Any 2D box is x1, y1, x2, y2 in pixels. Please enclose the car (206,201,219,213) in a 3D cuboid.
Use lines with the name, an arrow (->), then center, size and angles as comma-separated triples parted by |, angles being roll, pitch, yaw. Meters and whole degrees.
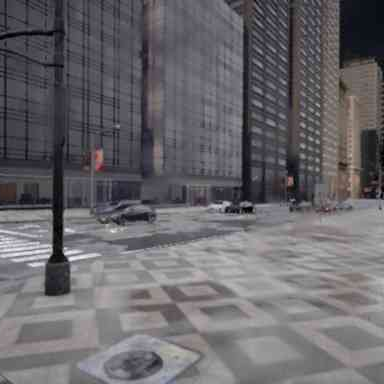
car -> 3.491, 1.772, 40.047 | 1.812, 1.442, 4.674 | 1, -1, 36

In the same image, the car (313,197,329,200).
car -> 20.217, 1.794, 51.874 | 2.150, 2.045, 5.566 | 1, 0, 36

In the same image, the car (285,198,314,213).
car -> 14.289, 1.938, 43.623 | 1.837, 1.490, 4.892 | 1, 0, 36

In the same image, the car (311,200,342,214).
car -> 16.939, 2.065, 41.742 | 1.895, 1.301, 4.718 | 1, 0, 37

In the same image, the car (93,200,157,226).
car -> -4.420, 1.556, 23.605 | 1.812, 1.442, 4.674 | 1, 0, 36

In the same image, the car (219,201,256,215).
car -> 5.448, 1.738, 37.203 | 1.882, 1.535, 5.008 | 1, -1, 36

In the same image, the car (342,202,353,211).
car -> 22.825, 2.149, 49.941 | 2.033, 1.411, 5.357 | 1, 0, 36

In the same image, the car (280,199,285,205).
car -> 14.632, 1.613, 49.707 | 1.812, 1.442, 4.674 | 1, 0, 36

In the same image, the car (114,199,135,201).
car -> -5.788, 1.381, 27.253 | 2.097, 1.767, 4.553 | 1, 0, 36
